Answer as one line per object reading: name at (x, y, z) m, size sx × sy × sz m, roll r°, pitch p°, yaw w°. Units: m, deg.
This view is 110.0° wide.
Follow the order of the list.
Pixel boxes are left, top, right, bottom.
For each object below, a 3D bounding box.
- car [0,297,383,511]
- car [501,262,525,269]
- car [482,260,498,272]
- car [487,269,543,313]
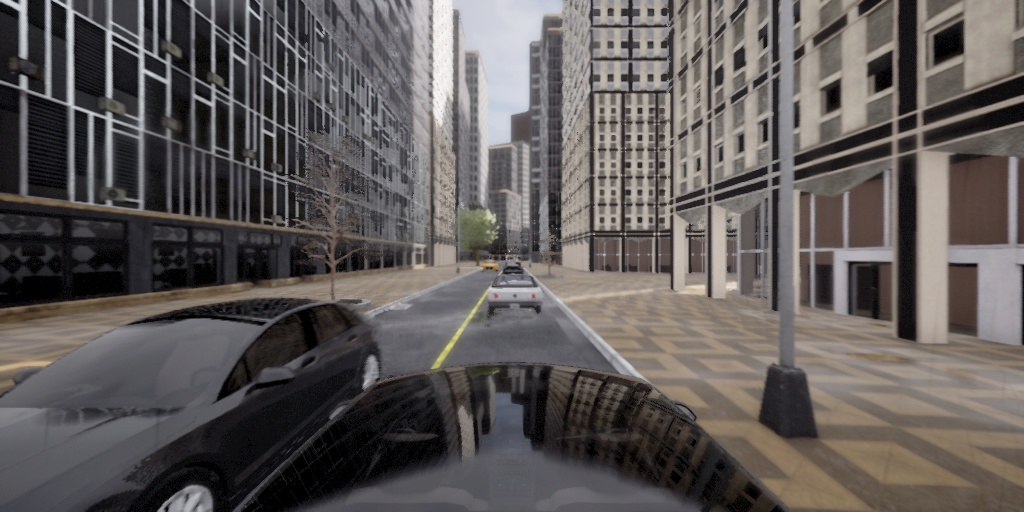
car at (-2.851, 1.254, 3.557) m, size 1.837 × 1.490 × 4.892 m, roll 0°, pitch 0°, yaw 0°
car at (0.102, 1.263, 31.770) m, size 1.837 × 1.490 × 4.892 m, roll 0°, pitch 0°, yaw 0°
car at (-2.826, 1.264, 47.238) m, size 1.882 × 1.535 × 5.008 m, roll 0°, pitch 0°, yaw 0°
car at (0.092, 1.346, 13.939) m, size 1.895 × 1.301 × 4.718 m, roll 0°, pitch 0°, yaw 0°
